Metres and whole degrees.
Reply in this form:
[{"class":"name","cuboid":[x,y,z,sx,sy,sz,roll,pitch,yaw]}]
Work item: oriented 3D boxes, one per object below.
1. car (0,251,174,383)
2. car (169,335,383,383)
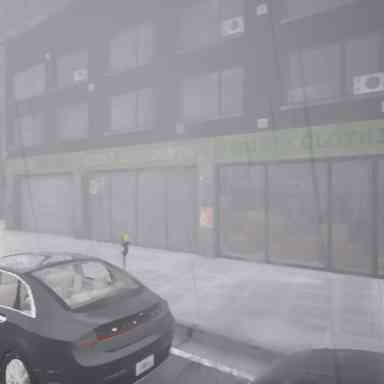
[{"class":"car","cuboid":[-2.276,1.529,4.659,4.403,1.369,2.008,0,0,35]},{"class":"car","cuboid":[2.262,1.539,1.510,4.403,1.369,2.008,0,0,35]}]
